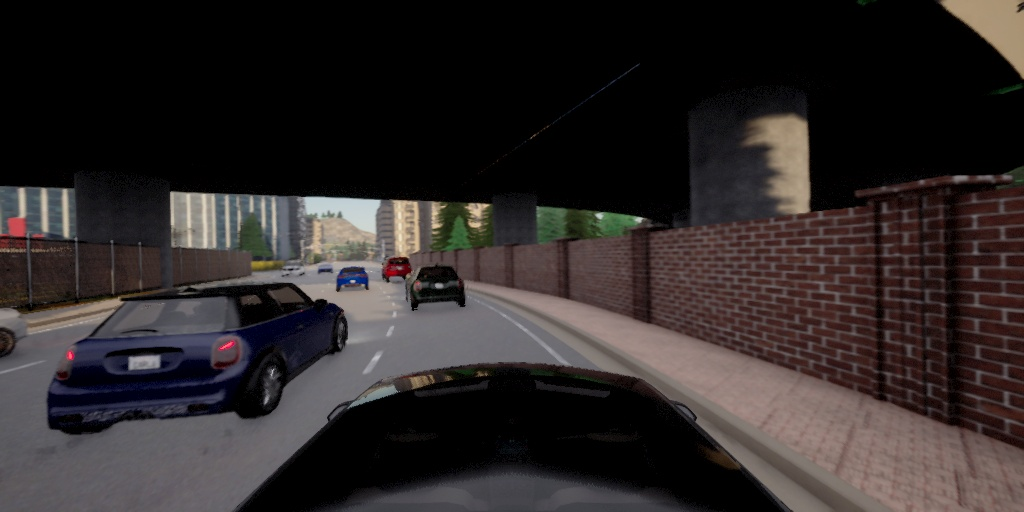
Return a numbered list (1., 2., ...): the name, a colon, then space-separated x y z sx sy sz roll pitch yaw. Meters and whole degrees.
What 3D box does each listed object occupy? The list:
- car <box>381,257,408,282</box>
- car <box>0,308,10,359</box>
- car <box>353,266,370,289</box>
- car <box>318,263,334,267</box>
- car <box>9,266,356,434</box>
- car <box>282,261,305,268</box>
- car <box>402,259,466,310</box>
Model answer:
1. car: -10.333 1.150 32.109 2.150 2.045 5.566 -2 0 -24
2. car: -11.750 1.573 6.344 1.812 1.442 4.674 -1 0 -14
3. car: -10.796 1.443 24.408 1.882 1.535 5.008 -2 0 -23
4. car: -26.162 1.770 50.516 1.882 1.535 5.008 -2 0 -25
5. car: -4.427 1.206 6.078 2.097 1.767 4.553 -2 0 -9
6. car: -28.223 1.671 46.472 2.150 2.045 5.566 -2 0 -24
7. car: -3.422 1.150 15.482 2.097 1.767 4.553 -2 0 -19
